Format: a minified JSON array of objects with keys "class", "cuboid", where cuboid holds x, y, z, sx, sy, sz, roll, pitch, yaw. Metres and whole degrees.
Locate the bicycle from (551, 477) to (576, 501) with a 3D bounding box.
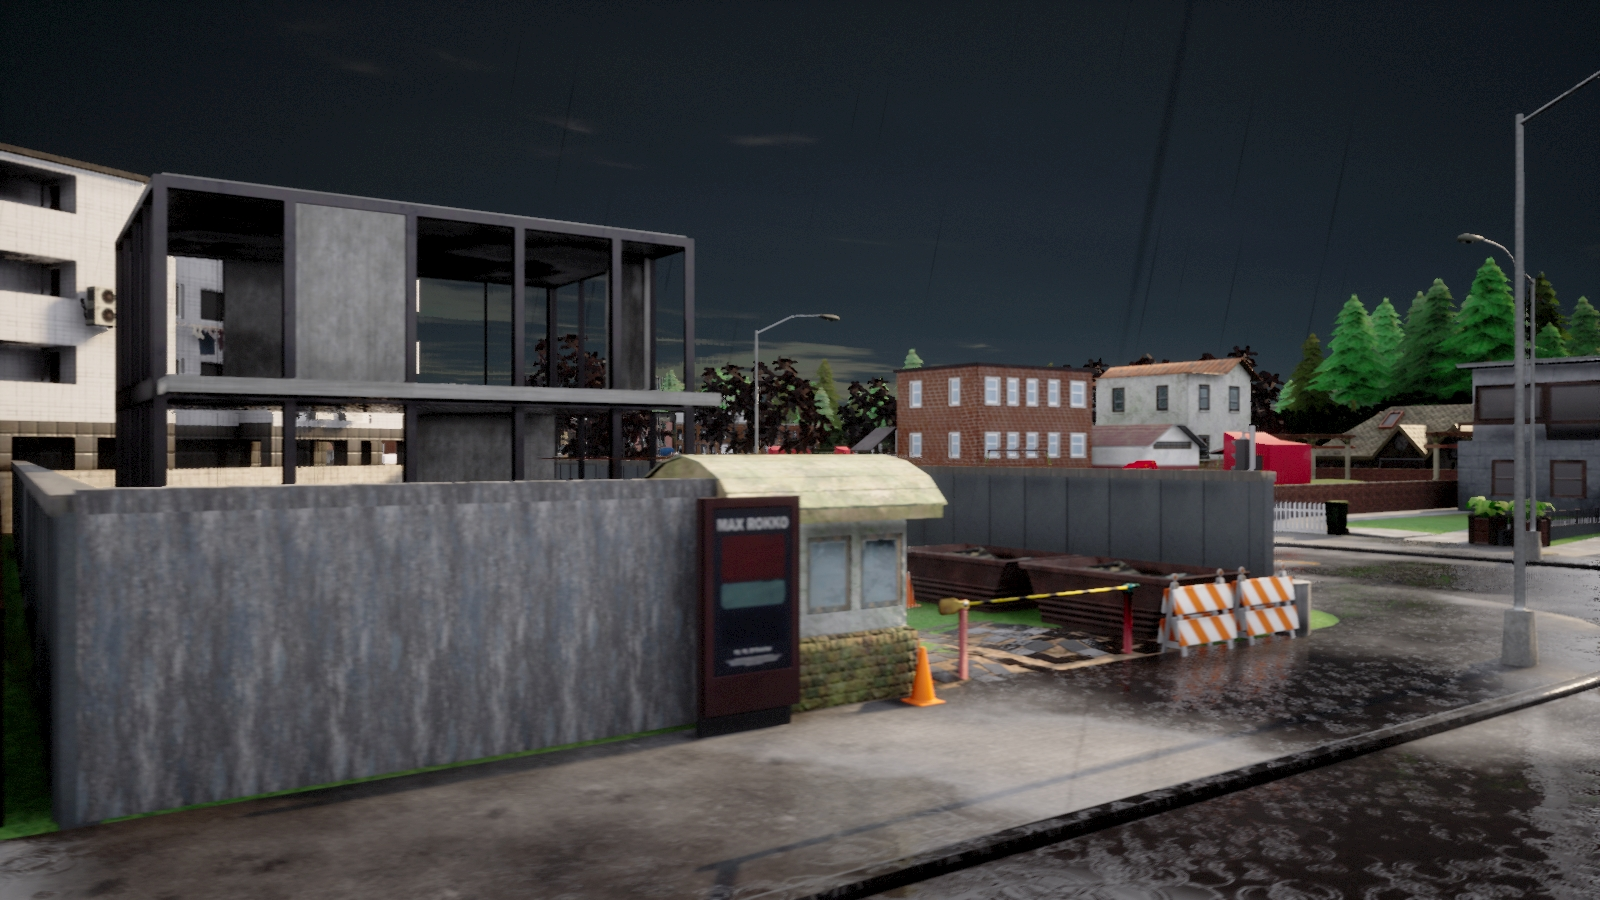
[{"class":"bicycle","cuboid":[-13.121,2.152,63.365,0.859,1.276,1.487,-3,0,6]}]
